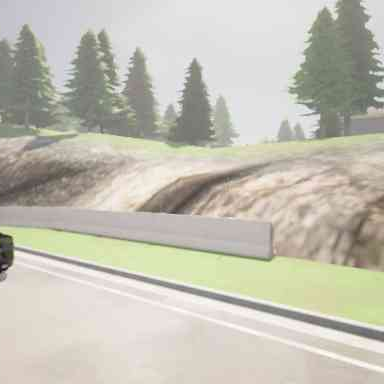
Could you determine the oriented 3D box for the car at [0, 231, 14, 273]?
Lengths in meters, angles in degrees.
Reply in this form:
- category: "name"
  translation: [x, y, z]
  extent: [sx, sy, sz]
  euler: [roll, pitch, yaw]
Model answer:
- category: "car"
  translation: [-6.869, 1.409, 9.298]
  extent: [5.008, 1.535, 1.882]
  euler: [0, 0, 38]
